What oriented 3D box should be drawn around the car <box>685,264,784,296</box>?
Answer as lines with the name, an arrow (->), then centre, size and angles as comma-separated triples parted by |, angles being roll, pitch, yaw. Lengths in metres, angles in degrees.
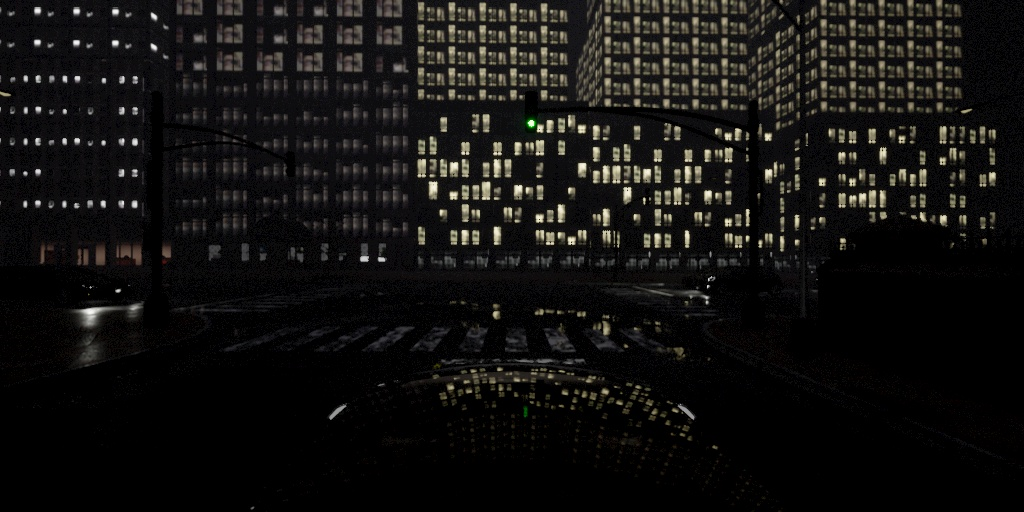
car -> 13.081, 1.319, 20.983 | 4.553, 1.767, 2.097 | 1, 0, -1

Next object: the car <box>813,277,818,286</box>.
car -> 23.457, 1.708, 24.399 | 4.718, 1.301, 1.895 | 1, 0, -1

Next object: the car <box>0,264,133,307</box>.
car -> -17.615, 1.065, 13.789 | 4.892, 1.490, 1.837 | 1, 0, -1

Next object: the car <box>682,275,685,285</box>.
car -> 14.131, 1.471, 24.247 | 5.008, 1.535, 1.882 | 1, 0, -2
